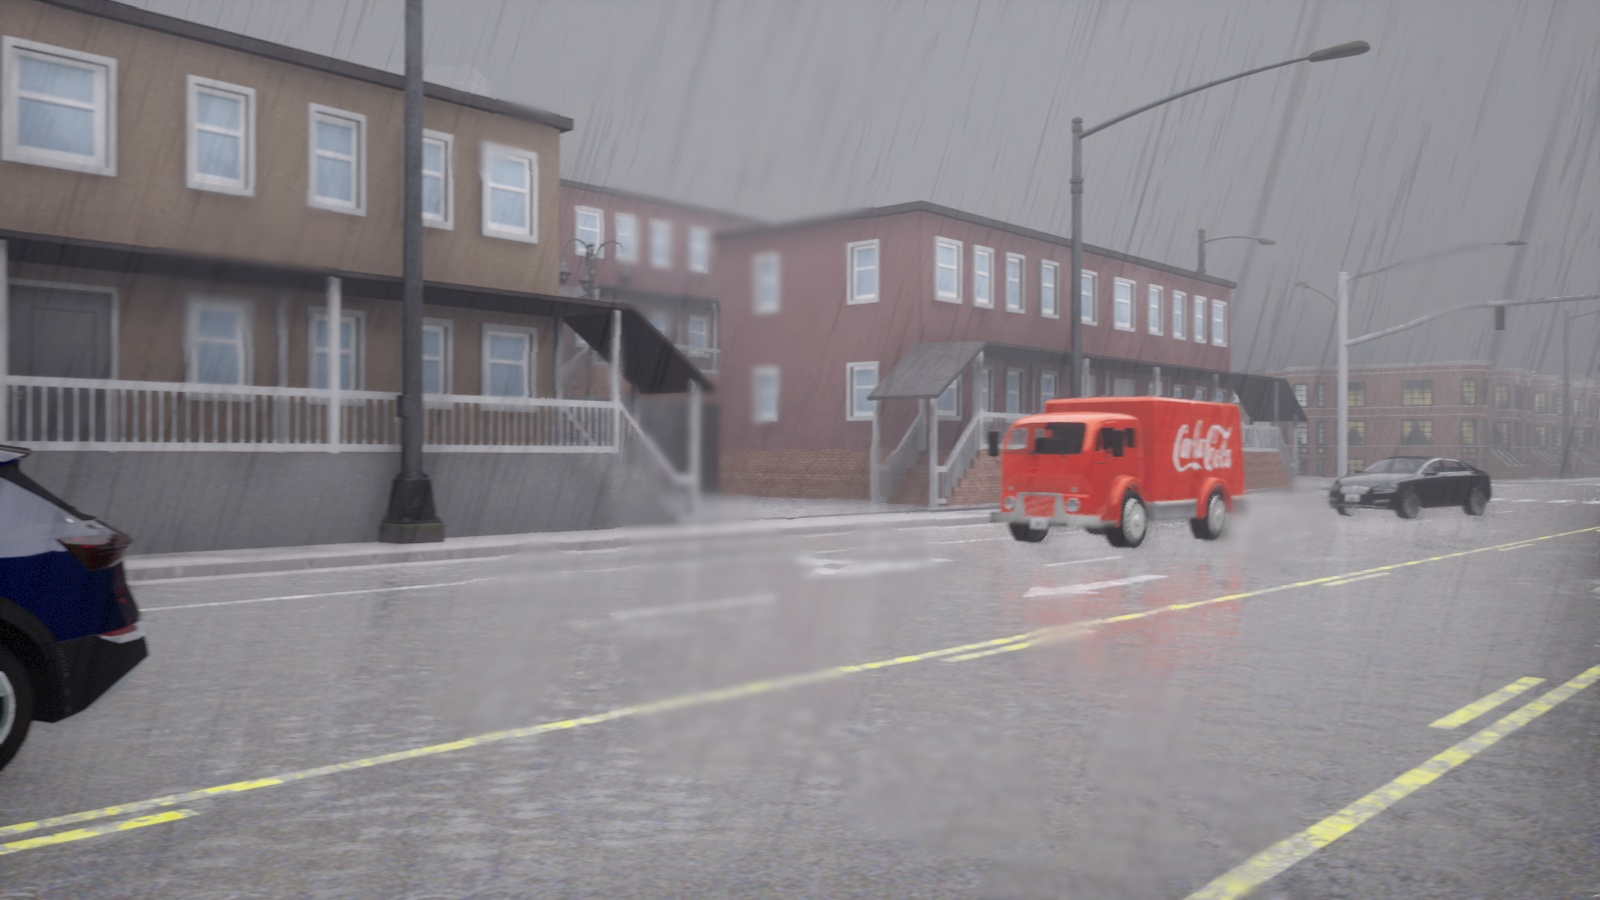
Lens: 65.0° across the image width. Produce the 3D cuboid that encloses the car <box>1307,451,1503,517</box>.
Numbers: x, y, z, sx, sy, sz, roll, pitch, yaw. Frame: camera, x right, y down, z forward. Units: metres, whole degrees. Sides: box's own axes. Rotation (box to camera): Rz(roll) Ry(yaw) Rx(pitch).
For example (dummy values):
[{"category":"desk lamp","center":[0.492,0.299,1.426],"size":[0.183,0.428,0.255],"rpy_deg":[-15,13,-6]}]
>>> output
[{"category":"car","center":[15.002,0.787,31.046],"size":[4.902,1.511,2.128],"rpy_deg":[0,0,-33]}]

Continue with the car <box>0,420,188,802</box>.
[{"category":"car","center":[-5.315,0.694,4.898],"size":[2.033,1.649,4.856],"rpy_deg":[0,0,43]}]

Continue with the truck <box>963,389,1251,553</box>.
[{"category":"truck","center":[5.415,0.321,21.674],"size":[2.627,2.467,5.204],"rpy_deg":[0,0,43]}]
